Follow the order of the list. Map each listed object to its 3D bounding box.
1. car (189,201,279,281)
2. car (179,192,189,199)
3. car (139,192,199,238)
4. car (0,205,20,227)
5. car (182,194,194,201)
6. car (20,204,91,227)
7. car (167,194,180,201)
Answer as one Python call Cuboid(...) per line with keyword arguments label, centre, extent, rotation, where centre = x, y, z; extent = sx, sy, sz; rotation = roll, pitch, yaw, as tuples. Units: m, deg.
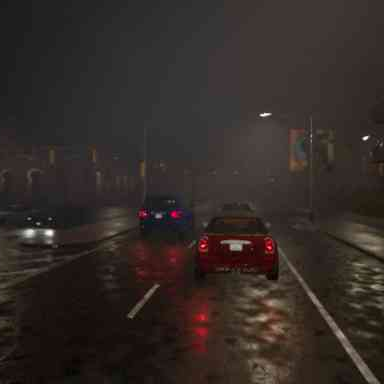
Cuboid(label="car", centre=(1.340, 1.337, 10.092), extent=(2.097, 1.767, 4.553), rotation=(0, 0, 8))
Cuboid(label="car", centre=(-2.254, 1.038, 95.179), extent=(2.150, 2.045, 5.566), rotation=(0, 0, 8))
Cuboid(label="car", centre=(-1.157, 1.185, 17.742), extent=(2.150, 2.045, 5.566), rotation=(0, 0, 8))
Cuboid(label="car", centre=(-12.277, 1.535, 22.165), extent=(1.895, 1.301, 4.718), rotation=(0, 0, 8))
Cuboid(label="car", centre=(-0.895, 1.371, 79.326), extent=(2.128, 1.511, 4.902), rotation=(0, 0, 8))
Cuboid(label="car", centre=(-8.714, 1.488, 22.324), extent=(2.033, 1.411, 5.357), rotation=(0, 0, 8))
Cuboid(label="car", centre=(-4.364, 1.364, 79.791), extent=(2.128, 1.511, 4.902), rotation=(0, 0, 8))
